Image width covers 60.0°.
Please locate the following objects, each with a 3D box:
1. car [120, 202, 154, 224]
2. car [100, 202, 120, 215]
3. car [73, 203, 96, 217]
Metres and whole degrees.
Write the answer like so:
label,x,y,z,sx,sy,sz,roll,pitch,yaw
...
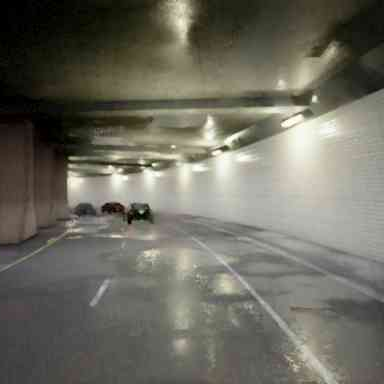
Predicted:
label,x,y,z,sx,sy,sz,roll,pitch,yaw
car,-4.535,1.629,27.804,2.097,1.767,4.553,0,-1,-17
car,-9.709,1.893,40.342,1.882,1.535,5.008,0,-1,-28
car,-11.952,1.921,37.147,1.812,1.442,4.674,0,-1,-25
